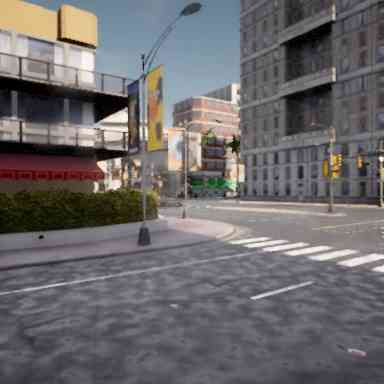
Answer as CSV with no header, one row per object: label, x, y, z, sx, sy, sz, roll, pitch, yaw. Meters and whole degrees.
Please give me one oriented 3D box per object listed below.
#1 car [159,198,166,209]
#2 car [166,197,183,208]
car,-5.511,1.387,40.962,1.812,1.442,4.674,-1,0,-35
car,-2.962,1.402,43.431,1.994,1.385,4.181,-1,0,-35
